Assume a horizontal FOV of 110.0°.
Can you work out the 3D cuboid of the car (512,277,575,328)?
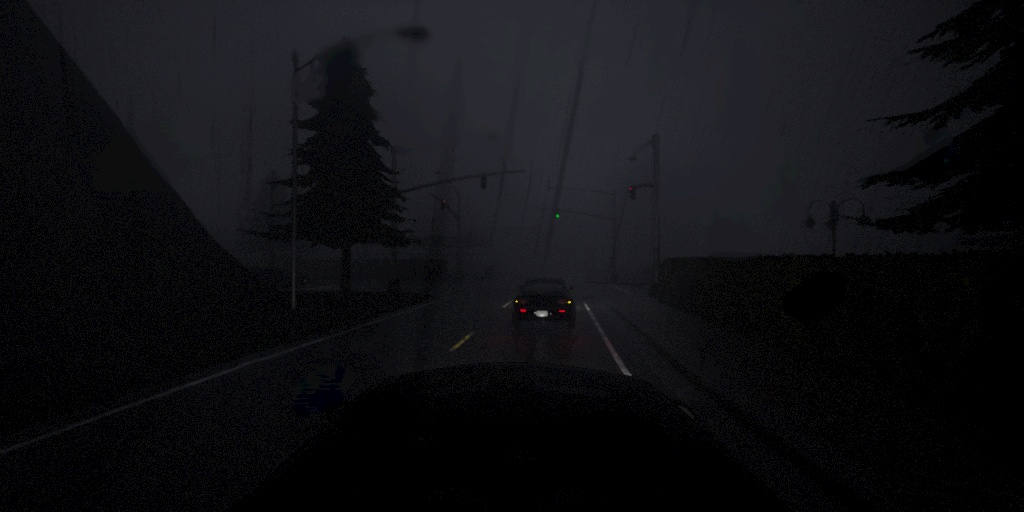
[{"bbox_3d":[1.098,1.401,11.849,1.812,1.442,4.674,0,-1,7],"label":"car"}]

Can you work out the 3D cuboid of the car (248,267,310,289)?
[{"bbox_3d":[-17.053,1.514,25.717,4.892,1.490,1.837,0,-1,7],"label":"car"}]

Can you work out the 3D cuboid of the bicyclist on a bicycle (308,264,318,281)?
[{"bbox_3d":[-18.400,1.548,32.987,0.582,1.620,1.656,0,0,7],"label":"bicyclist on a bicycle"}]
